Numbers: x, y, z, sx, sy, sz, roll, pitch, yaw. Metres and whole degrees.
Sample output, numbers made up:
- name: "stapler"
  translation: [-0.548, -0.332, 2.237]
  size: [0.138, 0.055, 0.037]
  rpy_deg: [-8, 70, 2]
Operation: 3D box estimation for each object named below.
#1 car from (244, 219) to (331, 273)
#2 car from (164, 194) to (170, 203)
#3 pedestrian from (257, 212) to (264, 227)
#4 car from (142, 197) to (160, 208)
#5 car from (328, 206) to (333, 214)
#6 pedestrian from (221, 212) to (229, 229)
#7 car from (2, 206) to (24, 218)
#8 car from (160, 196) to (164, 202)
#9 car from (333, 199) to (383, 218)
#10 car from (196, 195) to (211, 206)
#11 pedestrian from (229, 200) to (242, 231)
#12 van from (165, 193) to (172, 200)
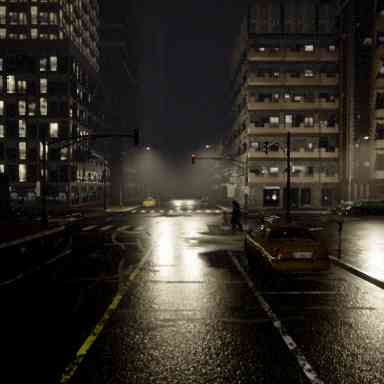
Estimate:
- name: "car"
  translation: [2.719, 1.522, 10.520]
  size: [1.752, 1.417, 4.829]
  rpy_deg: [-1, 0, 0]
- name: "car"
  translation: [-6.314, 1.527, 70.846]
  size: [1.887, 1.381, 4.507]
  rpy_deg: [-1, 0, 0]
- name: "pedestrian"
  translation: [4.047, 1.288, 19.285]
  size: [0.375, 1.860, 0.375]
  rpy_deg: [-1, 1, 0]
- name: "car"
  translation: [-6.116, 1.512, 48.060]
  size: [1.752, 1.417, 4.829]
  rpy_deg: [-1, 0, 0]
- name: "car"
  translation: [16.027, 1.622, 33.600]
  size: [4.403, 1.369, 2.008]
  rpy_deg: [0, 0, 0]
- name: "pedestrian"
  translation: [2.029, 1.667, 19.875]
  size: [0.500, 1.100, 0.500]
  rpy_deg: [-1, 1, 0]
- name: "car"
  translation: [-16.825, 1.489, 27.996]
  size: [4.718, 1.301, 1.895]
  rpy_deg: [1, 1, 0]
- name: "car"
  translation: [-6.166, 1.551, 53.884]
  size: [1.947, 1.339, 4.313]
  rpy_deg: [-1, 0, 0]
- name: "car"
  translation: [16.091, 1.468, 31.004]
  size: [4.553, 1.767, 2.097]
  rpy_deg: [1, 1, 0]
- name: "car"
  translation: [2.213, 1.536, 53.957]
  size: [2.008, 1.369, 4.403]
  rpy_deg: [-1, 0, 0]
- name: "pedestrian"
  translation: [2.446, 1.288, 18.672]
  size: [0.375, 1.860, 0.375]
  rpy_deg: [-1, 1, 0]
- name: "van"
  translation: [-6.513, 1.320, 93.465]
  size: [1.690, 1.788, 3.998]
  rpy_deg: [-1, 0, 0]
